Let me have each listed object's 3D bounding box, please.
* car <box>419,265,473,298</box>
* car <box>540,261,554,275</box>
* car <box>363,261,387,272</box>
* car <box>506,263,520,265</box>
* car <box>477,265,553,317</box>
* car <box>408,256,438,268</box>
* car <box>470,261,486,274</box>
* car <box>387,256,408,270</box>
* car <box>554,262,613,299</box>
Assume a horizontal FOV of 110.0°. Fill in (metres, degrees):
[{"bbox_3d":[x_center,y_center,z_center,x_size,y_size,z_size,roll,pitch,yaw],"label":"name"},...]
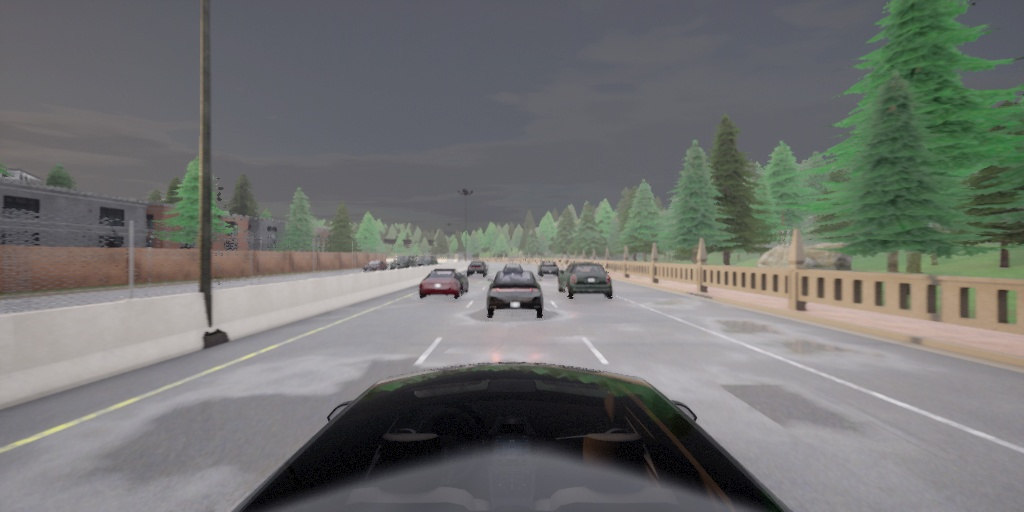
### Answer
[{"bbox_3d":[-3.402,1.328,18.474,1.994,1.385,4.181,0,0,0],"label":"car"},{"bbox_3d":[3.595,1.270,36.059,2.128,1.511,4.902,0,0,0],"label":"car"},{"bbox_3d":[-17.575,1.313,46.487,1.812,1.442,4.674,0,0,0],"label":"car"},{"bbox_3d":[0.095,1.378,35.074,1.895,1.301,4.718,0,0,0],"label":"car"},{"bbox_3d":[0.098,1.251,13.179,2.128,1.511,4.902,0,0,0],"label":"car"},{"bbox_3d":[-10.585,1.009,43.949,2.150,2.045,5.566,0,0,0],"label":"car"},{"bbox_3d":[-3.405,1.283,36.131,1.837,1.490,4.892,0,0,0],"label":"car"},{"bbox_3d":[-14.076,1.013,47.039,2.150,2.045,5.566,0,0,0],"label":"car"},{"bbox_3d":[3.598,1.116,18.383,2.097,1.767,4.553,0,0,0],"label":"car"}]
